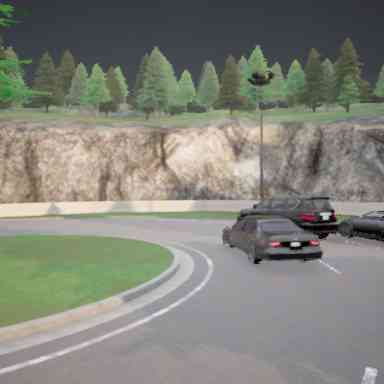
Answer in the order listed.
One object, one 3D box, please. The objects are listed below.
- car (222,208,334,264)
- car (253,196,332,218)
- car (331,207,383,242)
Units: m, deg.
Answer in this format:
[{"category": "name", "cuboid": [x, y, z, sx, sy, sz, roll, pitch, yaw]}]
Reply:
[{"category": "car", "cuboid": [2.544, 1.538, 11.912, 2.033, 1.411, 5.357, 0, 0, -9]}, {"category": "car", "cuboid": [4.475, 1.198, 16.487, 2.150, 2.045, 5.566, 0, 0, -26]}, {"category": "car", "cuboid": [8.514, 1.502, 14.779, 1.994, 1.385, 4.181, 0, 0, -13]}]
